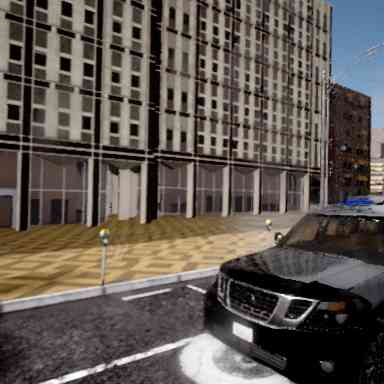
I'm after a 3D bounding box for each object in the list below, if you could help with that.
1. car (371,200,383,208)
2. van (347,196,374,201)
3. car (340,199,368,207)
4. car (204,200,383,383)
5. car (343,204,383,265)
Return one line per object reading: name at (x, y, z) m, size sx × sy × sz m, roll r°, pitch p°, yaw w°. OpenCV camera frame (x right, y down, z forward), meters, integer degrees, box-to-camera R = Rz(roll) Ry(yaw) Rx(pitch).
car at (32.185, 1.995, 54.848) m, size 1.947 × 1.339 × 4.313 m, roll 2°, pitch -1°, yaw -36°
van at (25.384, 1.554, 49.965) m, size 1.690 × 1.788 × 3.998 m, roll 2°, pitch -1°, yaw -36°
car at (28.901, 1.995, 59.423) m, size 1.802 × 1.307 × 4.206 m, roll 2°, pitch -1°, yaw -36°
car at (2.826, 1.260, 5.399) m, size 5.566 × 2.045 × 2.150 m, roll 1°, pitch 0°, yaw -36°
car at (8.005, 1.414, 12.262) m, size 5.009 × 1.841 × 2.192 m, roll 1°, pitch 1°, yaw -36°
